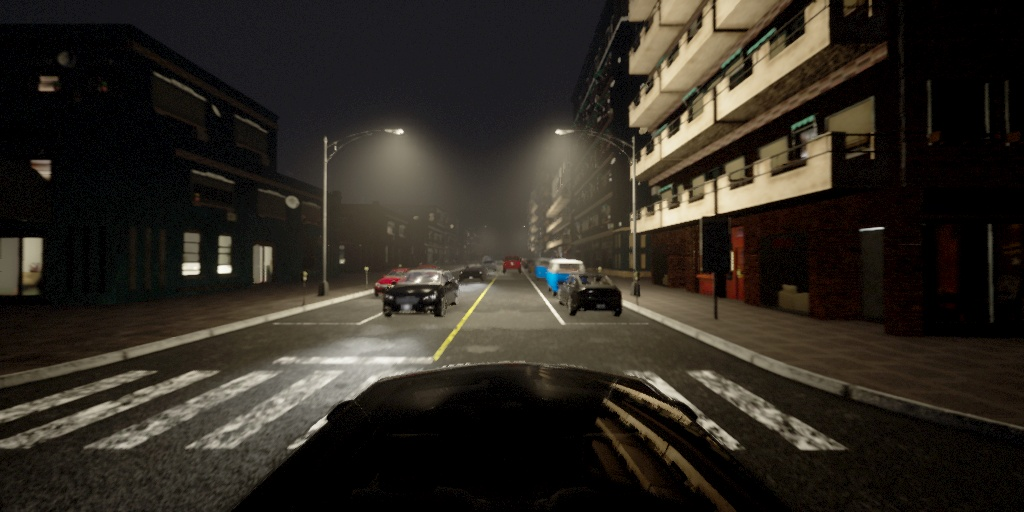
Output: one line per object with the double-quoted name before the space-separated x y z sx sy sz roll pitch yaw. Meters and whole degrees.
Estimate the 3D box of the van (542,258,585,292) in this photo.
"van" 2.698 1.074 18.642 1.690 1.789 3.998 0 0 0

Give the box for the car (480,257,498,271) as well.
"car" -2.981 1.235 47.100 1.812 1.442 4.674 0 0 0

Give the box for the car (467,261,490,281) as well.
"car" -3.080 1.325 29.208 1.895 1.301 4.718 0 0 0

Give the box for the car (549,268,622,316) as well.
"car" 2.696 1.290 13.062 2.007 1.370 4.403 0 0 0

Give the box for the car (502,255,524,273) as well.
"car" 0.017 0.928 42.161 2.150 2.045 5.566 0 0 0

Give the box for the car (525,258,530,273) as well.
"car" 2.708 1.233 41.135 1.751 1.417 4.829 0 0 0

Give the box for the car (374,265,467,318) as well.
"car" -3.092 1.232 12.975 2.128 1.511 4.902 0 0 0

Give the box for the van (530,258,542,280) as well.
"van" 2.703 1.063 29.805 1.690 1.789 3.998 0 0 0
